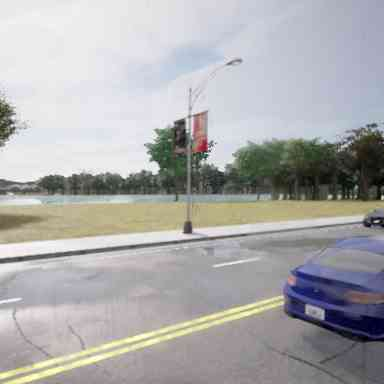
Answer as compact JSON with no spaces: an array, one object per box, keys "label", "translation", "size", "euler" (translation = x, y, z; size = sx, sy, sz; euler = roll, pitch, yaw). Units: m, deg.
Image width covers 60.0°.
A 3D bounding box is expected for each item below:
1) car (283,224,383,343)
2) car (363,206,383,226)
[{"label":"car","translation":[3.600,1.516,6.012],"size":[4.674,1.442,1.812],"euler":[0,0,-35]},{"label":"car","translation":[12.352,1.529,20.484],"size":[4.181,1.385,1.994],"euler":[0,0,-36]}]
